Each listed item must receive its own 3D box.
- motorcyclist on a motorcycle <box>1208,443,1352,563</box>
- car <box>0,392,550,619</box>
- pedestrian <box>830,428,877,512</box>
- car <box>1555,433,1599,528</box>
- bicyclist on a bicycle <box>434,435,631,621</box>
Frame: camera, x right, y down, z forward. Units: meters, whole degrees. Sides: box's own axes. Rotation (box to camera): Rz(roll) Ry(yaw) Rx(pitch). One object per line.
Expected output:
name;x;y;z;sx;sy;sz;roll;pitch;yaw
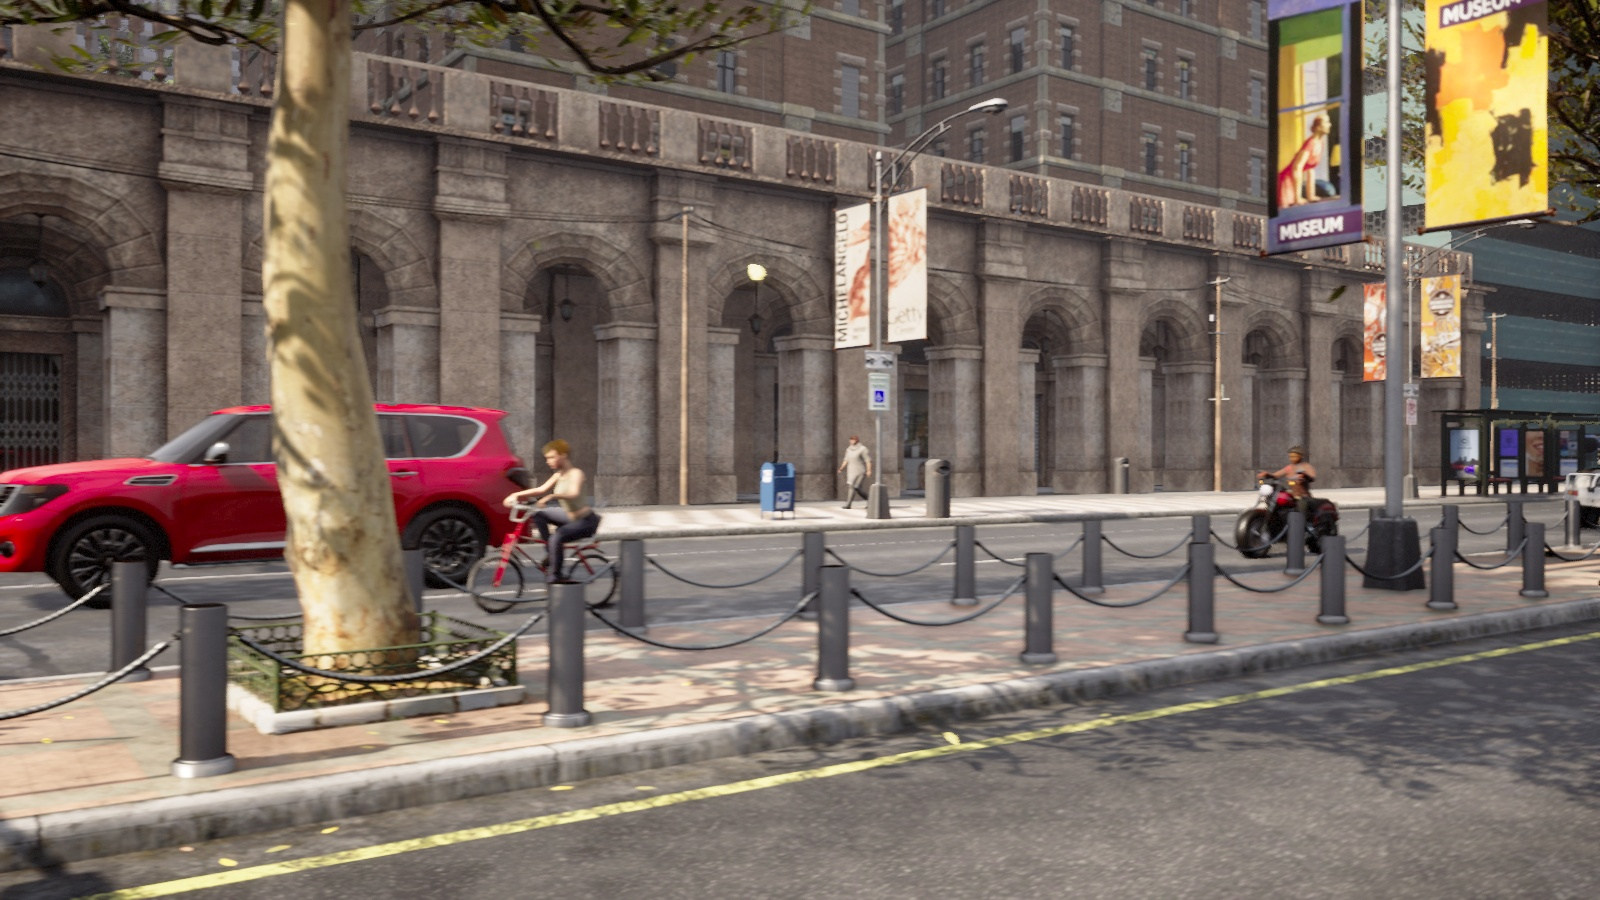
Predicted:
motorcyclist on a motorcycle;7.008;0.725;18.285;2.350;1.649;0.766;0;0;-35
car;-5.755;0.511;13.666;5.566;2.045;2.150;0;0;-35
pedestrian;1.277;0.472;29.956;0.873;1.952;0.659;0;0;-35
car;17.519;0.587;25.603;4.605;1.855;1.932;0;0;-35
bicyclist on a bicycle;-2.480;0.712;11.686;1.509;1.612;0.866;3;-2;-35
